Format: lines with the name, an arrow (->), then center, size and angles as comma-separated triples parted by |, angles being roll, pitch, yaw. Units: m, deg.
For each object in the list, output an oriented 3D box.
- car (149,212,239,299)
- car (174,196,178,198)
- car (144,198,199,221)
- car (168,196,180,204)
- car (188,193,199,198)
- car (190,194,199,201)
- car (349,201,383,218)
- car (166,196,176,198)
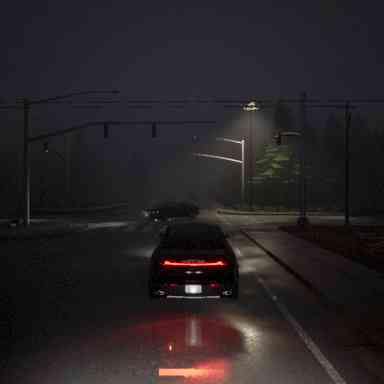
car -> 0.047, 1.501, 8.439 | 1.837, 1.490, 4.892 | 0, 0, 1
car -> -3.576, 1.477, 54.125 | 1.882, 1.535, 5.008 | 0, 0, 0
car -> -1.587, 1.501, 26.657 | 4.902, 1.511, 2.128 | 0, -1, -43
car -> -3.464, 1.505, 64.146 | 1.837, 1.490, 4.892 | 0, 0, 1
car -> 0.296, 1.224, 70.472 | 2.150, 2.045, 5.566 | 0, 0, 2
car -> 0.567, 1.355, 80.865 | 2.097, 1.767, 4.553 | 0, 0, 2
car -> 16.147, 1.552, 29.538 | 4.674, 1.442, 1.812 | 0, 0, 1
car -> -3.599, 1.601, 44.843 | 1.895, 1.301, 4.718 | 0, 0, 0
